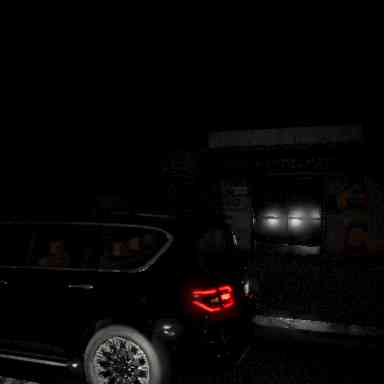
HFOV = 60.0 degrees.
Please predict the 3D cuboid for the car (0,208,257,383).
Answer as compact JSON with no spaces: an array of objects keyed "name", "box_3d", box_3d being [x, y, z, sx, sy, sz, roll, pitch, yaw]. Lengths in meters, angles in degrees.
[{"name":"car","box_3d":[-1.886,1.271,4.866,5.566,2.045,2.150,0,-1,17]}]
